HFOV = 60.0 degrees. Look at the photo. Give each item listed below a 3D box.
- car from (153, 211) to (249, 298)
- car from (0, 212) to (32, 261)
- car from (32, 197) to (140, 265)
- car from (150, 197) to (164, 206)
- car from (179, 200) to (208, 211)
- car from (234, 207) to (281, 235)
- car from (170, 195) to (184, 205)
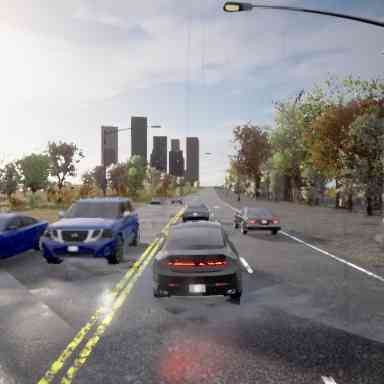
[{"bbox_3d":[0.120,1.490,8.503,1.837,1.490,4.892,-1,1,1],"label":"car"},{"bbox_3d":[-6.550,1.475,11.097,1.882,1.535,5.008,0,0,0],"label":"car"},{"bbox_3d":[-3.294,1.218,12.038,2.150,2.045,5.566,0,0,0],"label":"car"},{"bbox_3d":[-5.618,1.508,54.094,2.033,1.411,5.357,0,0,2],"label":"car"},{"bbox_3d":[0.298,1.527,25.692,1.994,1.385,4.181,-1,1,2],"label":"car"},{"bbox_3d":[3.506,1.523,18.731,2.033,1.411,5.357,0,0,0],"label":"car"},{"bbox_3d":[-2.370,1.214,53.990,1.837,1.490,4.892,0,0,2],"label":"car"}]
